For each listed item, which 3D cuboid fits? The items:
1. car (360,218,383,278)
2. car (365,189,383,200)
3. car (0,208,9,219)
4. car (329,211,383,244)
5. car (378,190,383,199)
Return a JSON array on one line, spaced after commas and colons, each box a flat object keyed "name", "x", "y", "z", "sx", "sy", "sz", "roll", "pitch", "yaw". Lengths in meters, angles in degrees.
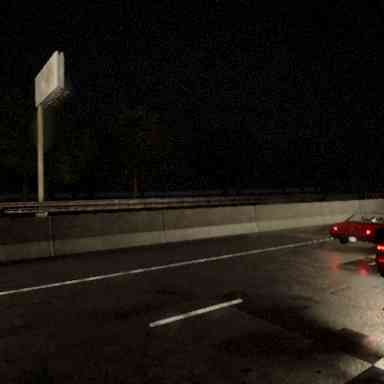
[{"name": "car", "x": 6.375, "y": 1.410, "z": 8.311, "sx": 4.674, "sy": 1.442, "sz": 1.812, "roll": -1, "pitch": 0, "yaw": -35}, {"name": "car", "x": 28.521, "y": 0.530, "z": 50.390, "sx": 5.566, "sy": 2.045, "sz": 2.150, "roll": -1, "pitch": 0, "yaw": -36}, {"name": "car", "x": -13.768, "y": 1.487, "z": 19.969, "sx": 4.902, "sy": 1.511, "sz": 2.128, "roll": -1, "pitch": 0, "yaw": -36}, {"name": "car", "x": 7.759, "y": 1.435, "z": 13.609, "sx": 4.718, "sy": 1.301, "sz": 1.895, "roll": -1, "pitch": 0, "yaw": -35}, {"name": "car", "x": 28.156, "y": 0.827, "z": 45.831, "sx": 5.008, "sy": 1.535, "sz": 1.882, "roll": -1, "pitch": 1, "yaw": -36}]
